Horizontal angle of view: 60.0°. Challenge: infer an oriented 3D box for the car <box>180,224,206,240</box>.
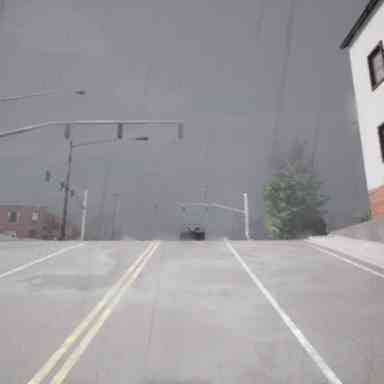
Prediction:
[{"bbox_3d":[0.068,3.097,24.289,2.033,1.411,5.357,0,-14,0],"label":"car"}]
